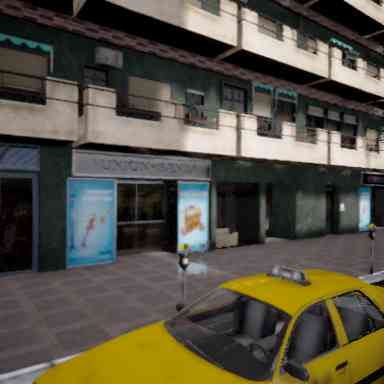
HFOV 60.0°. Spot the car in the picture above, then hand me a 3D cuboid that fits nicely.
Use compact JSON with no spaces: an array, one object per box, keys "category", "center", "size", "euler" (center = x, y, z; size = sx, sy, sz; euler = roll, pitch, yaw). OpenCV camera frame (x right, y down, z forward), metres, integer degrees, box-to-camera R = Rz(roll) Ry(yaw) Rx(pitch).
[{"category":"car","center":[0.822,1.511,3.453],"size":[4.829,1.417,1.752],"euler":[0,1,-35]}]
